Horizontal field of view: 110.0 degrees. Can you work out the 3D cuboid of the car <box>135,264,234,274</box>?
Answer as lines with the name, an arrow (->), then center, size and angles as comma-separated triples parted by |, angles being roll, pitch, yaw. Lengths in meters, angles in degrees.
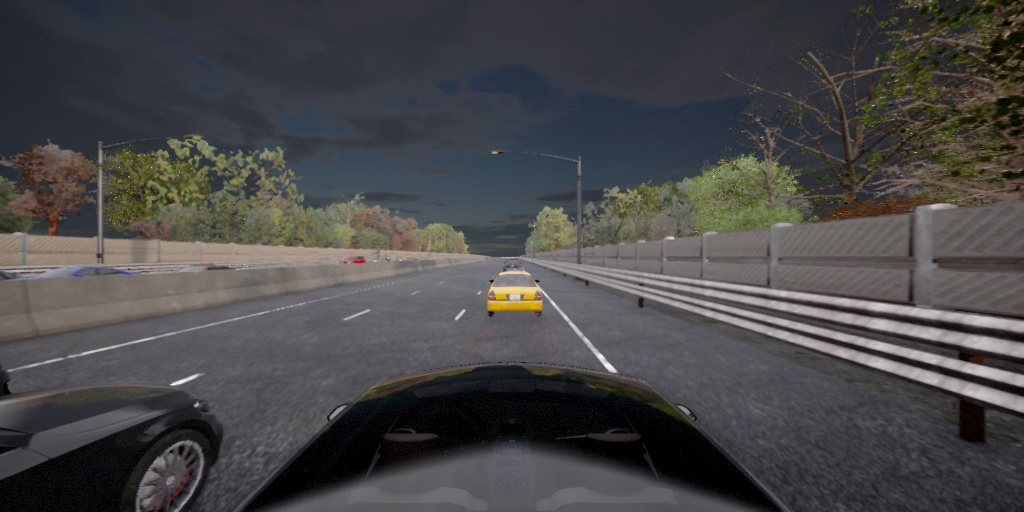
car -> -17.615, 1.234, 20.259 | 1.882, 1.535, 5.008 | 0, 0, 0

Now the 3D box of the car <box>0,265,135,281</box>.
car -> -21.112, 1.234, 17.344 | 1.882, 1.535, 5.008 | 0, 0, 0

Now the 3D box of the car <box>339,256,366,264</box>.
car -> -24.588, 0.984, 55.653 | 2.150, 2.045, 5.566 | 0, 0, 1

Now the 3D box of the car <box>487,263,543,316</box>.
car -> 0.090, 1.209, 13.290 | 1.801, 1.575, 5.366 | 0, 0, 0

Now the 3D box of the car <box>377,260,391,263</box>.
car -> -21.078, 1.312, 59.091 | 2.033, 1.411, 5.357 | 0, 0, 1

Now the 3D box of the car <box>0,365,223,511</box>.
car -> -3.392, 1.276, 1.094 | 1.812, 1.442, 4.674 | 0, 0, 0

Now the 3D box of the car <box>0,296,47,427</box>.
car -> -6.905, 1.256, 2.168 | 1.837, 1.490, 4.892 | 0, 0, 0

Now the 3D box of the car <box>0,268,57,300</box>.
car -> -24.613, 1.304, 15.918 | 2.033, 1.411, 5.357 | 0, 0, 0

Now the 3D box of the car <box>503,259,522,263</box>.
car -> 0.064, 1.110, 41.990 | 2.097, 1.767, 4.553 | 0, 0, 0

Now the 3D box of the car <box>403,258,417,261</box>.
car -> -17.577, 1.116, 61.811 | 2.097, 1.767, 4.553 | 0, 0, 0
